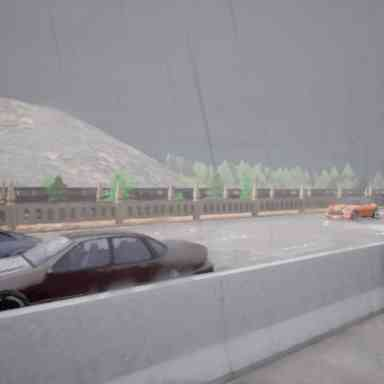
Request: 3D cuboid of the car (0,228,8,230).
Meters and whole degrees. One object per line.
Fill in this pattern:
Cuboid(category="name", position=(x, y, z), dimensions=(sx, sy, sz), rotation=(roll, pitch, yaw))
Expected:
Cuboid(category="car", position=(-5.909, 1.547, 8.365), dimensions=(4.181, 1.385, 1.994), rotation=(0, 0, -36))

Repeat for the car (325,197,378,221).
Cuboid(category="car", position=(12.257, 1.224, 25.482), dimensions=(4.553, 1.767, 2.097), rotation=(0, 0, -35))

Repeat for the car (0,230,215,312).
Cuboid(category="car", position=(-2.049, 1.526, 6.824), dimensions=(5.357, 1.411, 2.033), rotation=(0, 0, -35))
